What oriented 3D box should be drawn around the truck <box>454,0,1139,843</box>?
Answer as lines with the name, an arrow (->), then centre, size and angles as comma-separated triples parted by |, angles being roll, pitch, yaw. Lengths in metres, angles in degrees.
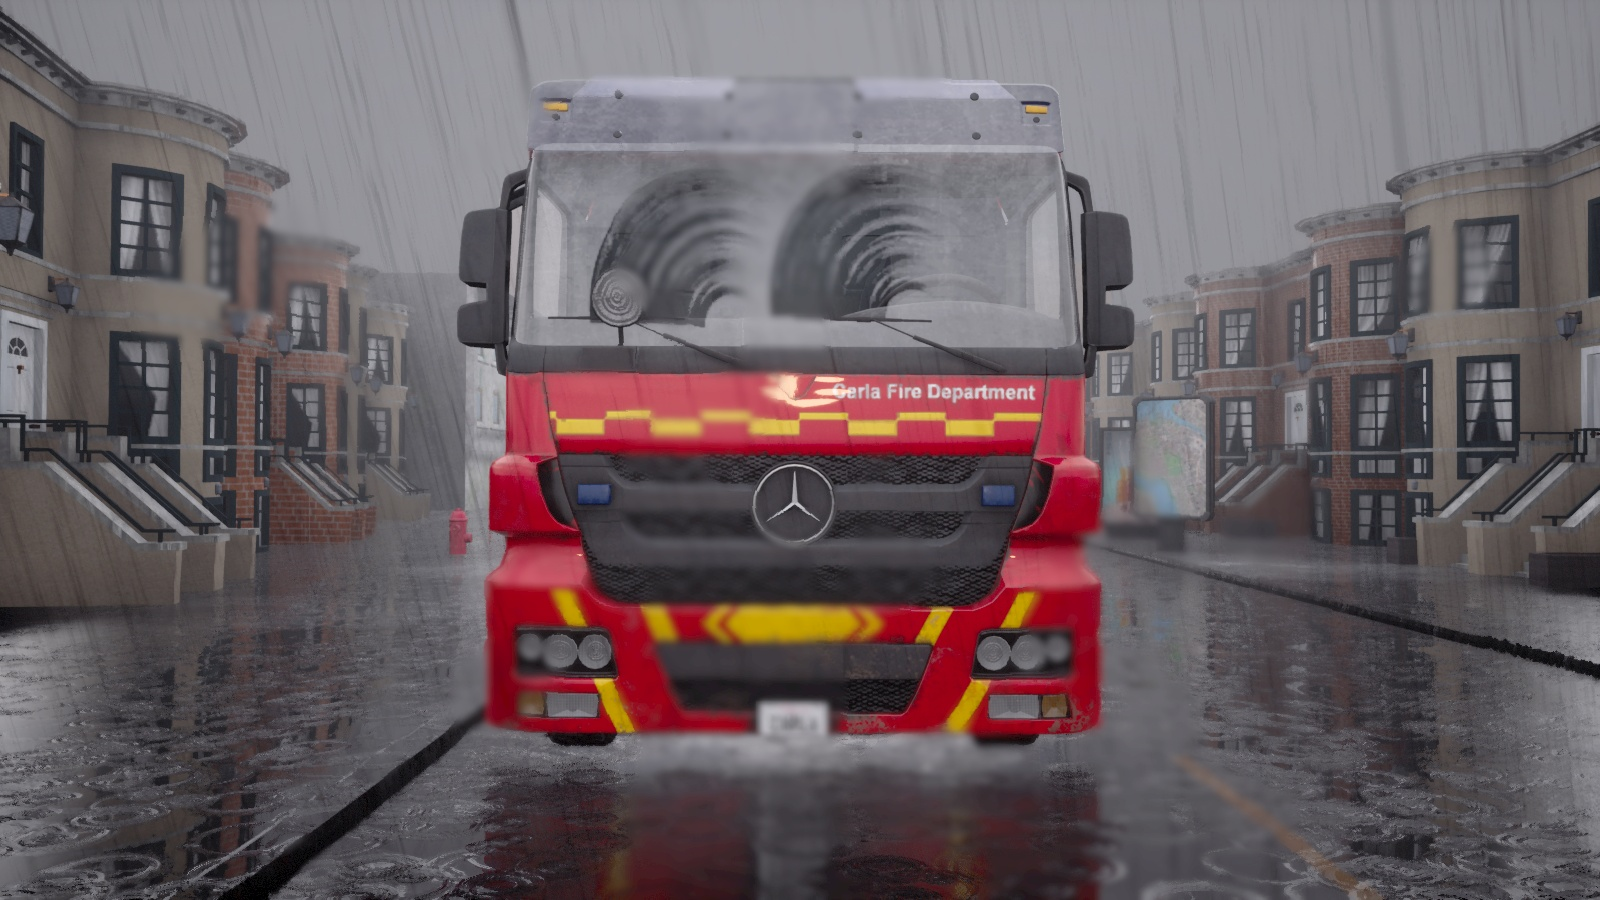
truck -> -0.032, -0.190, 9.565 | 2.891, 3.827, 8.468 | 0, -1, 0
